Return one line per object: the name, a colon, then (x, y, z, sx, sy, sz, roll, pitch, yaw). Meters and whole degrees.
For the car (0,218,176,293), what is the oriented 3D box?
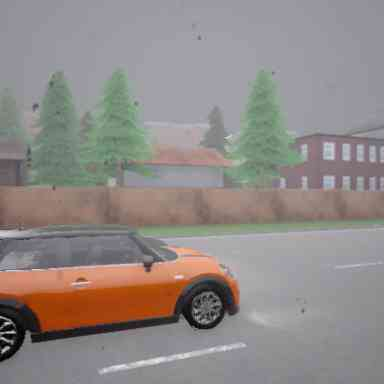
car: (-2.939, 1.559, 9.026, 4.674, 1.442, 1.812, 0, 0, -22)

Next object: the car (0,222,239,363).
car: (-1.442, 1.375, 5.856, 4.553, 1.767, 2.097, 0, 0, -21)
